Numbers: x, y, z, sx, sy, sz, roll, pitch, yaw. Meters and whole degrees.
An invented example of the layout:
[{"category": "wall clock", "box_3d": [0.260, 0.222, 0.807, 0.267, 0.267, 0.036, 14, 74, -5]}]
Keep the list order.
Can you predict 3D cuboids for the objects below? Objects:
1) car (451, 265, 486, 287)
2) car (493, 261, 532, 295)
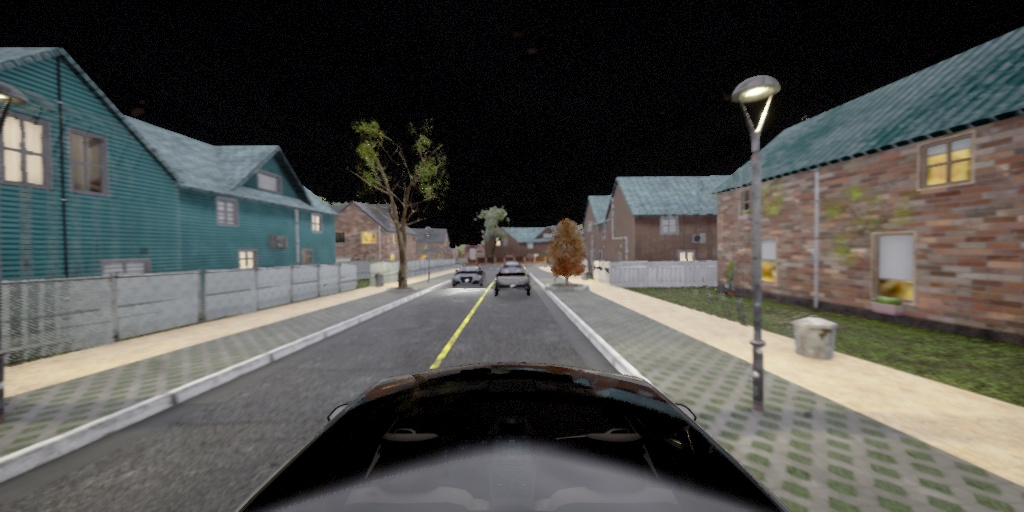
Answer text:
[{"category": "car", "box_3d": [-2.812, 1.305, 24.129, 1.994, 1.385, 4.181, -1, 0, 0]}, {"category": "car", "box_3d": [0.028, 1.209, 19.396, 2.128, 1.511, 4.902, -1, 0, 0]}]
